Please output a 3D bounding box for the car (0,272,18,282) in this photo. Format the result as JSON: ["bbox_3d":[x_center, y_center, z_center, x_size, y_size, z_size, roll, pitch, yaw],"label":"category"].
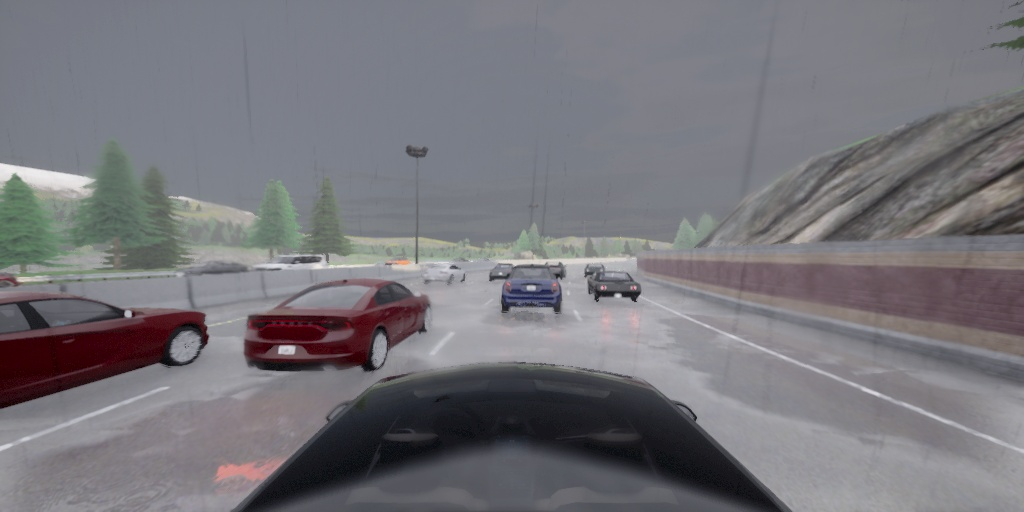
[{"bbox_3d":[-27.159,1.210,17.175,1.994,1.385,4.181,0,0,6],"label":"car"}]

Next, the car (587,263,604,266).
[{"bbox_3d":[8.005,1.329,34.361,1.895,1.301,4.718,0,0,15],"label":"car"}]

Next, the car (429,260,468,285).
[{"bbox_3d":[-4.678,1.228,25.381,1.812,1.442,4.674,0,0,10],"label":"car"}]

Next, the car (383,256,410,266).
[{"bbox_3d":[-18.158,0.970,56.505,2.097,1.767,4.553,0,0,20],"label":"car"}]

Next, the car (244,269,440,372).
[{"bbox_3d":[-3.151,1.210,7.676,1.882,1.535,5.008,0,0,3],"label":"car"}]

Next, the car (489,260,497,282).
[{"bbox_3d":[-0.471,1.275,28.724,1.994,1.385,4.181,0,0,11],"label":"car"}]

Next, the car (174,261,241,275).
[{"bbox_3d":[-22.344,1.138,26.883,2.128,1.511,4.902,0,0,10],"label":"car"}]

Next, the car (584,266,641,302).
[{"bbox_3d":[4.656,1.344,17.027,1.895,1.301,4.718,0,0,7],"label":"car"}]

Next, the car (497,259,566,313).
[{"bbox_3d":[0.826,1.085,14.045,2.097,1.767,4.553,0,0,5],"label":"car"}]

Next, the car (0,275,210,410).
[{"bbox_3d":[-6.762,1.203,4.807,1.882,1.535,5.008,0,0,1],"label":"car"}]

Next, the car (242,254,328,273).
[{"bbox_3d":[-15.536,0.891,25.393,2.150,2.045,5.566,0,0,10],"label":"car"}]
